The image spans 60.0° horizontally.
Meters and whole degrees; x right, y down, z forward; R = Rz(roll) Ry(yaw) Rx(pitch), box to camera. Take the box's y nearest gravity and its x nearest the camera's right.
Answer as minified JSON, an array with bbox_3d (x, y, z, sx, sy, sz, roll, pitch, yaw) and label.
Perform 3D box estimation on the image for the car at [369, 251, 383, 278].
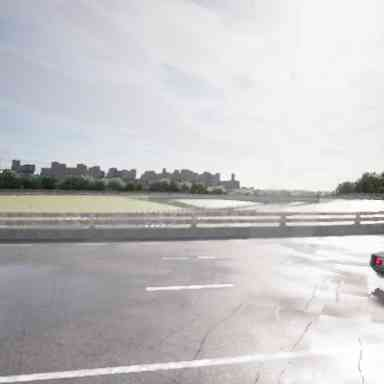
[{"bbox_3d":[6.756,1.690,7.764,4.718,1.301,1.895,1,0,-15],"label":"car"}]
